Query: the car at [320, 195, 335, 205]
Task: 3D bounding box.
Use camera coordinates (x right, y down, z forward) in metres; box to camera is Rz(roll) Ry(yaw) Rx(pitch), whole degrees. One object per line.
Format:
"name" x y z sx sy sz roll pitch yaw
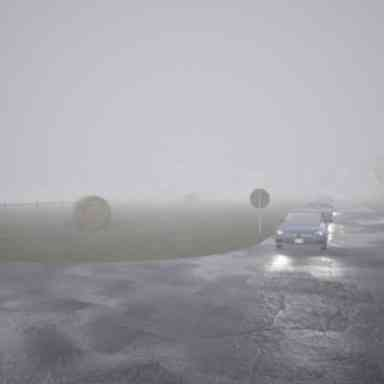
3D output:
"car" 20.822 1.241 50.884 2.033 1.411 5.357 -1 0 23

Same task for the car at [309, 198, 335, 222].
"car" 9.280 1.415 24.502 1.994 1.385 4.181 -1 0 23

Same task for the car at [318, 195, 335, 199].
"car" 14.546 1.251 36.616 1.882 1.535 5.008 -1 0 23

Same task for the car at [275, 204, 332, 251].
"car" 4.702 1.452 13.934 1.812 1.442 4.674 -1 0 23
